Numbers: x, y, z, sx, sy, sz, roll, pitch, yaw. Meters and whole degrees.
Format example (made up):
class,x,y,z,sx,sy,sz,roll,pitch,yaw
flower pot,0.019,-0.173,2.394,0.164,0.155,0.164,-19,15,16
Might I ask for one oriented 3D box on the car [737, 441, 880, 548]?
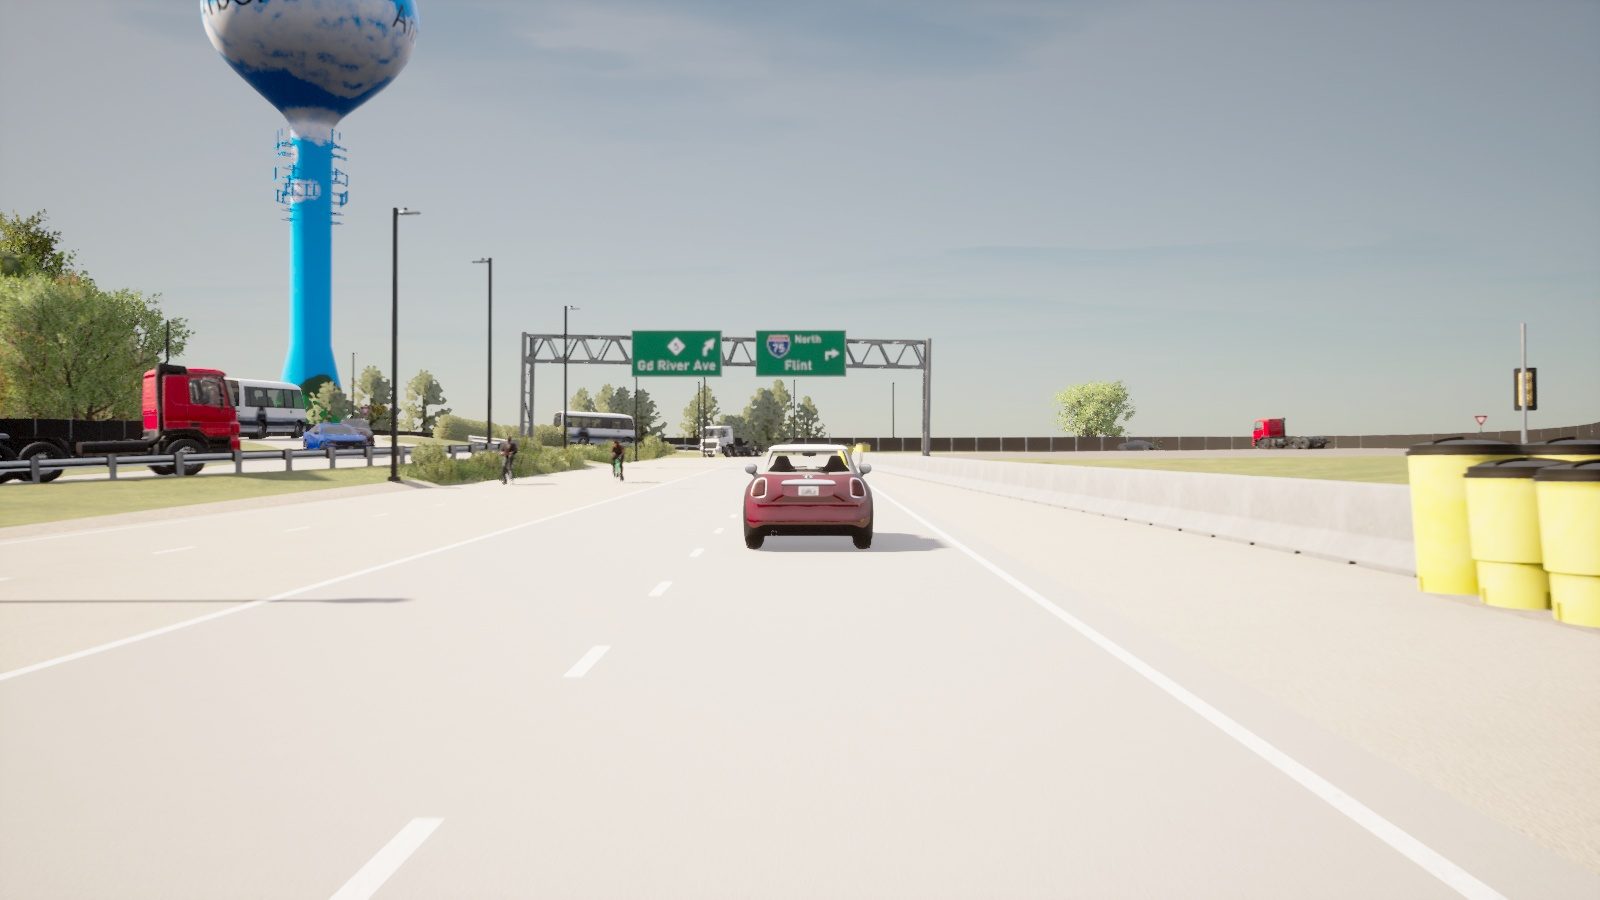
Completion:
class,x,y,z,sx,sy,sz,roll,pitch,yaw
car,0.125,0.608,19.282,1.970,1.475,3.806,0,0,0

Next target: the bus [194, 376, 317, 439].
class,x,y,z,sx,sy,sz,roll,pitch,yaw
bus,-39.229,-2.980,91.021,3.944,4.253,10.273,1,1,3

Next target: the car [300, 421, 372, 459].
class,x,y,z,sx,sy,sz,roll,pitch,yaw
car,-20.513,-0.472,55.371,1.882,1.535,5.008,-1,2,-33

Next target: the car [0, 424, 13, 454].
class,x,y,z,sx,sy,sz,roll,pitch,yaw
car,-40.642,-0.466,59.557,5.357,1.411,2.033,-2,4,-39

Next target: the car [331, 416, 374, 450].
class,x,y,z,sx,sy,sz,roll,pitch,yaw
car,-23.869,-0.932,66.999,2.033,1.649,4.856,1,1,-20

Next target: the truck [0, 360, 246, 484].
class,x,y,z,sx,sy,sz,roll,pitch,yaw
truck,-21.422,-0.874,37.993,7.936,3.462,2.891,-3,2,-41
